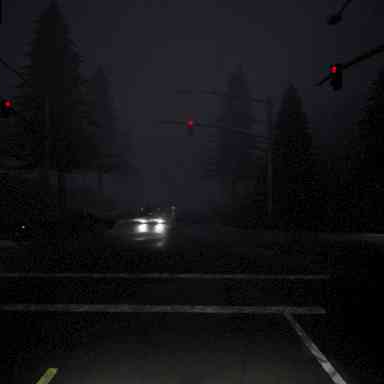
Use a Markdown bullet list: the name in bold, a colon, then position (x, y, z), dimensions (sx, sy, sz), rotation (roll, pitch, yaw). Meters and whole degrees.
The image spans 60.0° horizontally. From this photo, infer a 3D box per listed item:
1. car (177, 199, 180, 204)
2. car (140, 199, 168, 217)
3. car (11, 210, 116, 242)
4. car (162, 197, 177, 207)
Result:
- **car**: position (-4.071, 1.564, 61.705), dimensions (1.994, 1.385, 4.181), rotation (0, 0, -39)
- **car**: position (-3.639, 1.600, 31.248), dimensions (1.895, 1.301, 4.718), rotation (0, 0, 0)
- **car**: position (-6.336, 1.593, 16.674), dimensions (4.718, 1.301, 1.895), rotation (0, 0, -42)
- **car**: position (-3.897, 1.525, 51.705), dimensions (1.812, 1.442, 4.674), rotation (0, 0, -11)
